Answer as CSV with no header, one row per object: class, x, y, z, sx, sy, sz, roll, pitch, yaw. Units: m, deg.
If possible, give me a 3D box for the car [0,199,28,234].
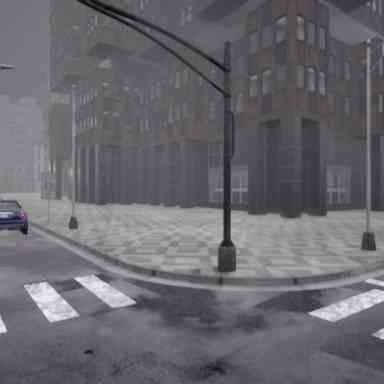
car,-9.816,1.110,16.881,2.097,1.767,4.553,0,1,-36
